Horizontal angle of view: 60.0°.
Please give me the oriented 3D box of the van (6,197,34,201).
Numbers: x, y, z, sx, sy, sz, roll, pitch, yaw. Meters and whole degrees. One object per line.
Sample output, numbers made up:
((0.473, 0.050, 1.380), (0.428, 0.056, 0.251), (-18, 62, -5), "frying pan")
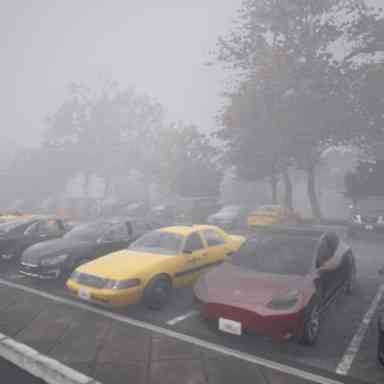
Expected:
((-17.410, 1.580, 36.638), (1.878, 1.987, 4.442), (-2, -1, 36), "van")

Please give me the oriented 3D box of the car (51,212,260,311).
((-0.407, 1.527, 8.257), (1.946, 1.575, 5.366), (0, 0, 36), "car")

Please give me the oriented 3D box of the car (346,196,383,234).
((9.638, 1.256, 17.342), (2.435, 2.045, 5.566), (0, 0, 36), "car")

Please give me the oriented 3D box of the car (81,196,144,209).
((-6.219, 1.389, 28.719), (2.435, 2.045, 5.566), (0, 0, 36), "car")

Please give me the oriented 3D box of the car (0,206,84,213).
((-7.173, 1.584, 13.112), (1.946, 1.575, 5.366), (0, 0, 36), "car")

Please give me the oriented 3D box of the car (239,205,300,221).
((5.150, 1.545, 20.590), (2.097, 1.535, 5.008), (0, 0, 36), "car")

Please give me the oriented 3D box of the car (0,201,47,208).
((-9.340, 1.480, 14.856), (2.185, 1.767, 4.553), (0, 0, 36), "car")

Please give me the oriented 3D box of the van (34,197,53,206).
((-13.030, 1.472, 33.496), (1.878, 1.987, 4.442), (-1, -1, 36), "van")

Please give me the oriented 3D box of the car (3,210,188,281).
((-2.550, 1.550, 10.031), (2.231, 1.521, 4.892), (0, 0, 36), "car")

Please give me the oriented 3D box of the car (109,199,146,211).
((-3.853, 1.621, 27.049), (2.097, 1.535, 5.008), (0, 0, 36), "car")

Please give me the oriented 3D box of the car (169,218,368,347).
((1.941, 1.541, 6.766), (2.163, 1.488, 4.792), (0, 0, 36), "car")

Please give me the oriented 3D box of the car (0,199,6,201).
((-19.694, 1.866, 38.194), (1.946, 1.575, 5.366), (-2, -1, 36), "car")

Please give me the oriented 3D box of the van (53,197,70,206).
((-10.535, 1.452, 31.993), (1.878, 1.987, 4.442), (0, 0, 36), "van")

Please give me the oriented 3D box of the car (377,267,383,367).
((4.196, 1.522, 5.147), (2.163, 1.488, 4.792), (0, 0, 36), "car")

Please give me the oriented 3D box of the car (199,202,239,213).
((2.803, 1.605, 22.284), (2.002, 1.452, 4.674), (0, 0, 36), "car")

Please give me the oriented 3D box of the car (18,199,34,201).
((-15.084, 1.742, 35.120), (2.097, 1.535, 5.008), (-2, -1, 36), "car")

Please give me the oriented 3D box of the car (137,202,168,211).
((-1.599, 1.642, 25.436), (2.002, 1.452, 4.674), (0, 0, 36), "car")

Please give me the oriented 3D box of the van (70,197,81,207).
((-8.386, 1.434, 30.452), (1.878, 1.987, 4.442), (0, 0, 36), "van")

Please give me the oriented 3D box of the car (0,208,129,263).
((-4.813, 1.569, 11.639), (2.231, 1.521, 4.892), (0, 0, 36), "car")

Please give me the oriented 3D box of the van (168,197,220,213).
((0.617, 1.358, 23.992), (1.878, 1.987, 4.442), (0, 0, 36), "van")
